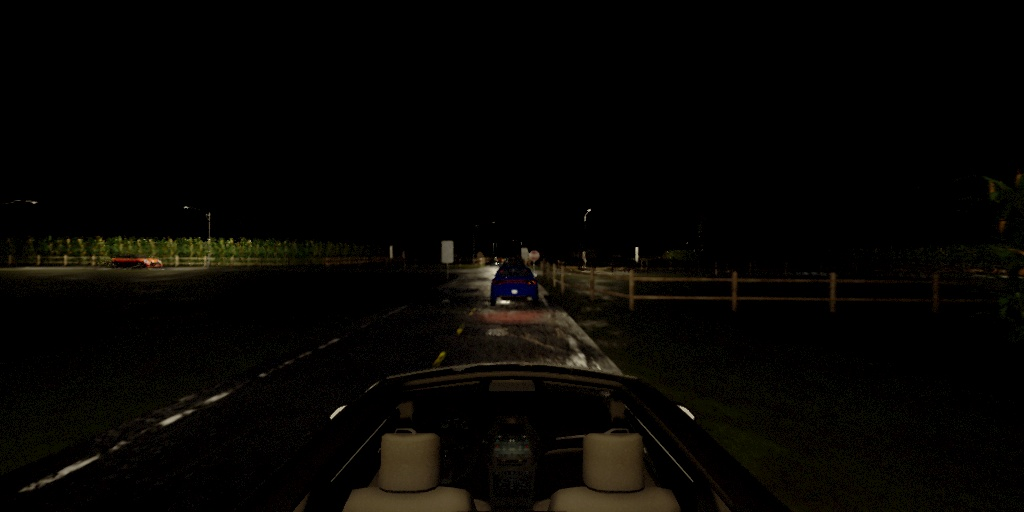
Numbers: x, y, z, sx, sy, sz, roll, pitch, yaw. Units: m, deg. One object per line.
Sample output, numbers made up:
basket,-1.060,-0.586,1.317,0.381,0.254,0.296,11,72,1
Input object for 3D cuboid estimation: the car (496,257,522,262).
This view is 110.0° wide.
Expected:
car,0.085,0.990,26.825,2.097,1.767,4.553,0,0,0

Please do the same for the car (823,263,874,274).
car,40.848,1.530,43.647,4.718,1.301,1.895,1,0,1

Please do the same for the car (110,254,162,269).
car,-43.465,0.600,41.582,4.553,1.767,2.097,0,0,1

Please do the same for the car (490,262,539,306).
car,0.092,1.166,15.516,1.882,1.535,5.008,0,-1,0
